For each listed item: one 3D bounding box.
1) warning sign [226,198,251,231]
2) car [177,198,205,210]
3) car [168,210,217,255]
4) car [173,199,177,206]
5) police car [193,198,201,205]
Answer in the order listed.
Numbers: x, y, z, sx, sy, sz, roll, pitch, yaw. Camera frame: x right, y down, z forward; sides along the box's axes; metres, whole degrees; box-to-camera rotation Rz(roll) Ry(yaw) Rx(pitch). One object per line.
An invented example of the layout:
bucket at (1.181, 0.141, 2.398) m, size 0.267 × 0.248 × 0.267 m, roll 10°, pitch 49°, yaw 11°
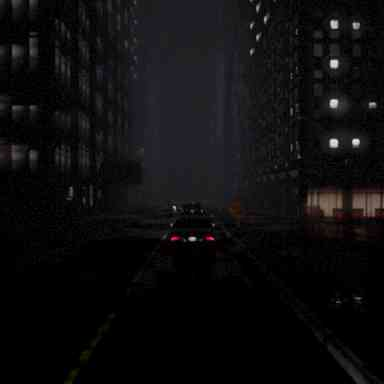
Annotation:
warning sign at (2.752, 1.308, 19.669) m, size 1.300 × 1.860 × 1.060 m, roll 1°, pitch 0°, yaw 0°
car at (0.035, 1.639, 29.059) m, size 2.097 × 1.767 × 4.553 m, roll 0°, pitch -1°, yaw 0°
car at (0.017, 1.684, 13.971) m, size 2.033 × 1.411 × 5.357 m, roll 0°, pitch -1°, yaw 0°
car at (-2.918, 2.267, 70.975) m, size 1.812 × 1.442 × 4.674 m, roll 0°, pitch -1°, yaw 0°
police car at (1.143, 2.273, 79.795) m, size 1.930 × 1.638 × 5.238 m, roll 0°, pitch -1°, yaw 0°
